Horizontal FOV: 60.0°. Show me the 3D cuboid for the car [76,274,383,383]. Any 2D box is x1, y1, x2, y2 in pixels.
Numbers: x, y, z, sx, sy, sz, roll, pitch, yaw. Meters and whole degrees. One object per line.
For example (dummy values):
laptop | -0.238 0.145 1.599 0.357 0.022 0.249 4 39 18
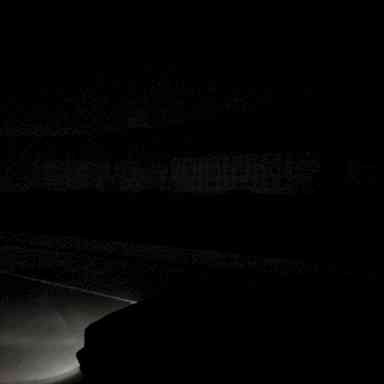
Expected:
car | 1.330 1.538 2.959 5.357 1.411 2.033 0 0 34
